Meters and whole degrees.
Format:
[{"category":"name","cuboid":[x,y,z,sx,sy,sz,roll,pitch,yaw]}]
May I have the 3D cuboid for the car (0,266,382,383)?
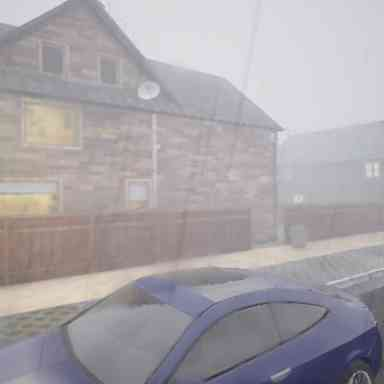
[{"category":"car","cuboid":[-0.063,1.523,3.017,4.674,1.442,1.812,0,0,-35]}]
